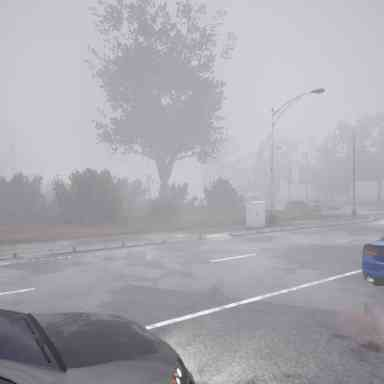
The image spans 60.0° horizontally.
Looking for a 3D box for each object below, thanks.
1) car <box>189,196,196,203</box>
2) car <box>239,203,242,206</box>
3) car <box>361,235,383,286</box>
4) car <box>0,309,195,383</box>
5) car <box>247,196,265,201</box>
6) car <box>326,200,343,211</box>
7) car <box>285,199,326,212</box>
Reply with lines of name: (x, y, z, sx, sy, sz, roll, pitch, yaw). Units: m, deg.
car: (-0.718, 1.425, 66.189, 1.812, 1.442, 4.674, 0, 0, -35)
car: (5.262, 1.193, 51.025, 2.150, 2.045, 5.566, 0, 1, -33)
car: (6.159, 1.478, 8.178, 5.008, 1.535, 1.882, 0, 0, -36)
car: (-1.975, 1.564, 2.329, 4.181, 1.385, 1.994, 0, 0, -36)
car: (10.212, 1.341, 49.792, 2.097, 1.767, 4.553, 0, 0, -33)
car: (15.953, 1.601, 40.833, 1.895, 1.301, 4.718, 0, 0, -33)
car: (12.945, 1.564, 39.039, 1.994, 1.385, 4.181, 0, 0, -32)
